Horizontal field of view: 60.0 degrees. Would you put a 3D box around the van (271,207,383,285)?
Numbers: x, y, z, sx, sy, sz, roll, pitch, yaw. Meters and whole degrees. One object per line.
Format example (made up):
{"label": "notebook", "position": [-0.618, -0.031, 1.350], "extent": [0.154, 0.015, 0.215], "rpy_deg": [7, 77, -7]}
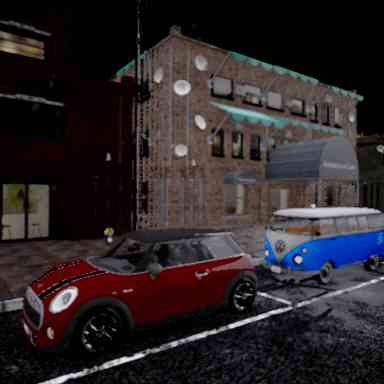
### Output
{"label": "van", "position": [3.735, 1.339, 9.212], "extent": [3.998, 1.788, 1.690], "rpy_deg": [0, 1, -36]}

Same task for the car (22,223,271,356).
{"label": "car", "position": [-0.777, 1.440, 5.994], "extent": [4.097, 1.590, 1.967], "rpy_deg": [0, 1, -36]}
